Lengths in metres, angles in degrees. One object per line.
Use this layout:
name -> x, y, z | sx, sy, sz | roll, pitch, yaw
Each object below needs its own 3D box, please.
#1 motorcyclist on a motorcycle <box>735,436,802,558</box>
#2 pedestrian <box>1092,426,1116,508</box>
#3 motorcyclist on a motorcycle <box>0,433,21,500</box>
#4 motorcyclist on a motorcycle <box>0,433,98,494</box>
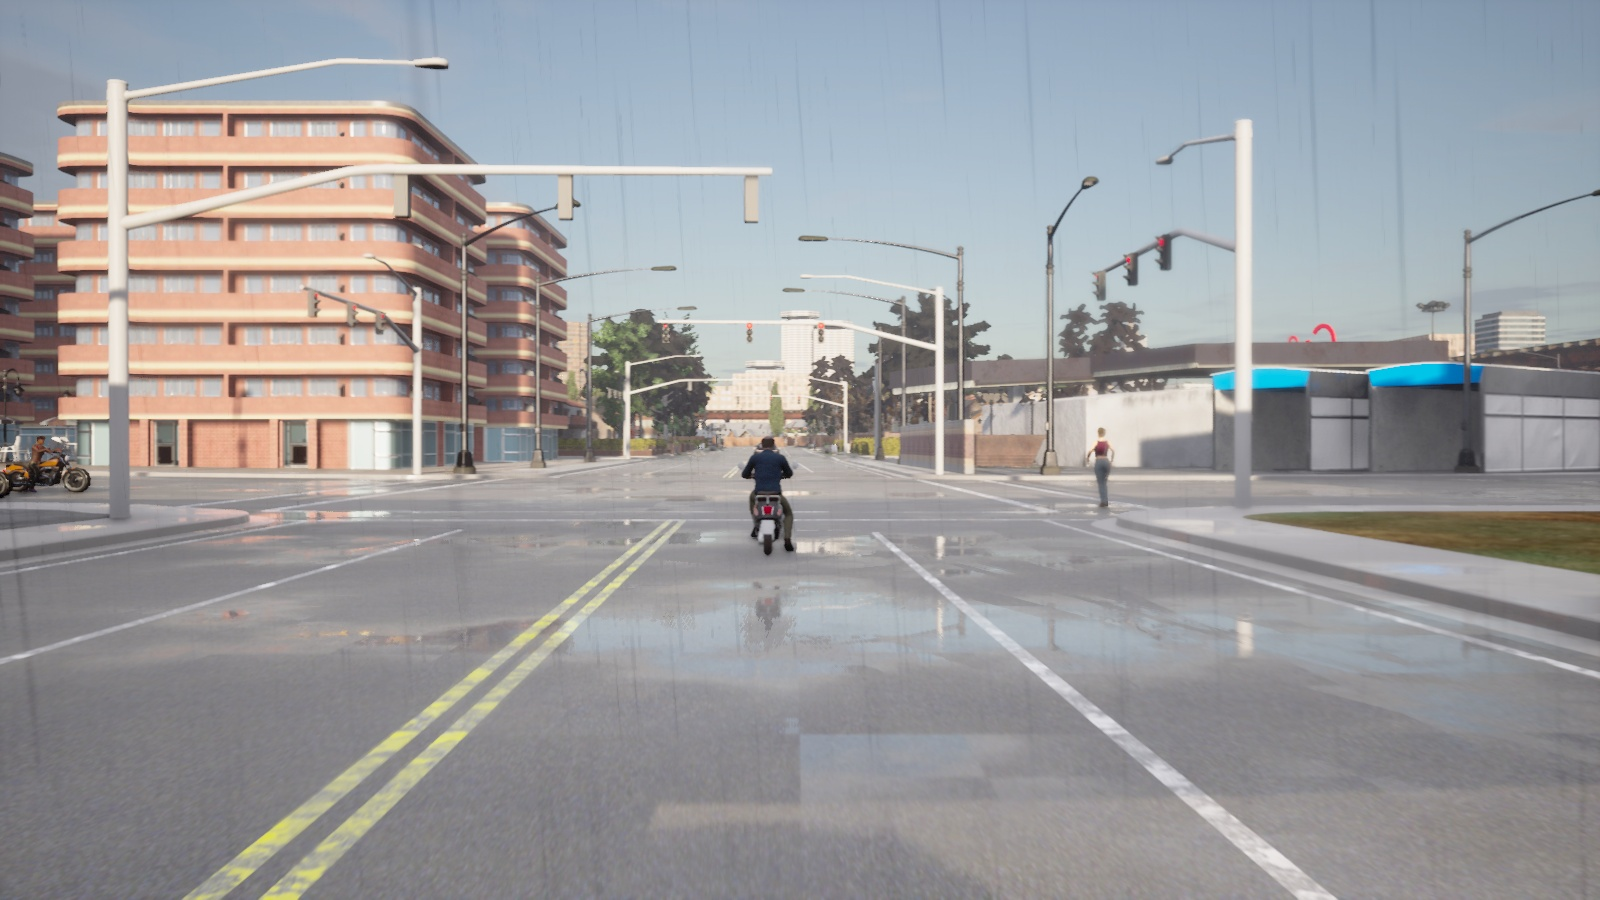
motorcyclist on a motorcycle -> -0.425, 0.603, 17.204 | 0.866, 1.590, 1.817 | 0, 0, -1
pedestrian -> 6.910, 0.376, 28.562 | 0.345, 1.836, 0.594 | 0, 0, -4
motorcyclist on a motorcycle -> -21.007, 0.385, 31.561 | 2.350, 1.649, 0.766 | 1, 0, 0
motorcyclist on a motorcycle -> -21.007, 0.362, 35.061 | 2.350, 1.649, 0.766 | 1, 0, 0
